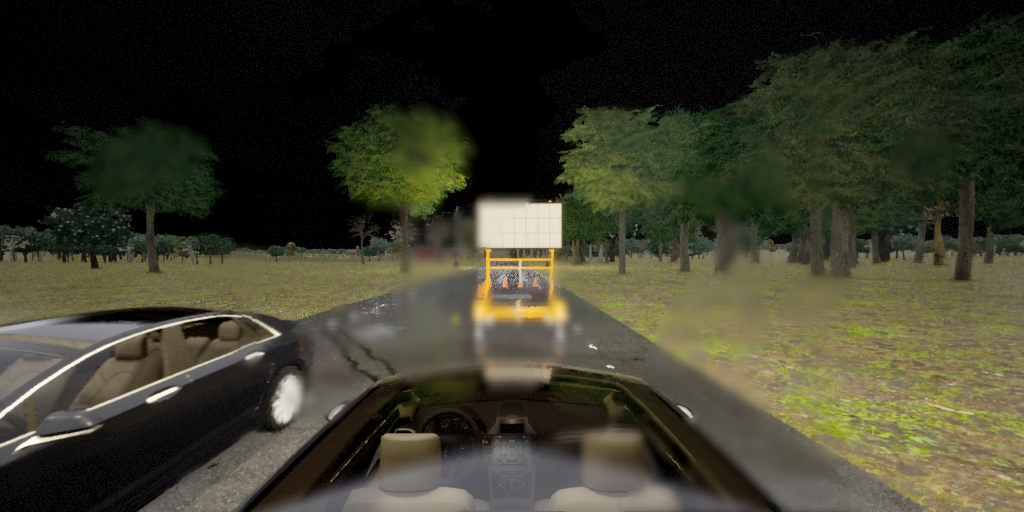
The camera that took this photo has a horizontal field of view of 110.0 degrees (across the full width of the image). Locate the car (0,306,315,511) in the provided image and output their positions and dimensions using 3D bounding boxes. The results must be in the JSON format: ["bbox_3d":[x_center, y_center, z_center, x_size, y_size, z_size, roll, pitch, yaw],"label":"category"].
[{"bbox_3d":[-3.494,1.254,2.753,1.837,1.490,4.892,0,0,0],"label":"car"}]

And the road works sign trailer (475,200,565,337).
[{"bbox_3d":[0.240,0.210,10.246,2.380,3.560,2.880,0,0,2],"label":"road works sign trailer"}]
